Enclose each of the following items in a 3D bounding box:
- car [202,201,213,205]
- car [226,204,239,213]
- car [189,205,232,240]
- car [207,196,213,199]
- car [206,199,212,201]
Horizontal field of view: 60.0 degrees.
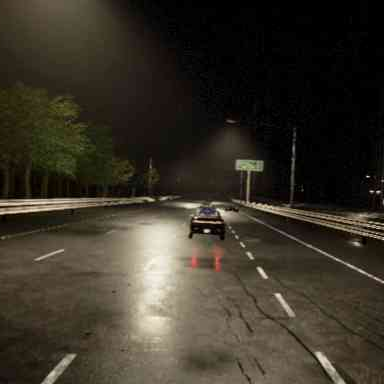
[{"bbox_3d":[1.795,2.065,38.505,1.994,1.385,4.181,3,-1,3],"label":"car"},{"bbox_3d":[5.952,2.435,50.160,1.895,1.301,4.718,3,-1,3],"label":"car"},{"bbox_3d":[0.866,1.741,18.868,2.128,1.511,4.902,3,-1,3],"label":"car"},{"bbox_3d":[4.598,2.598,92.119,1.812,1.442,4.674,3,0,3],"label":"car"},{"bbox_3d":[2.648,2.315,56.182,1.895,1.301,4.718,3,-1,3],"label":"car"}]
